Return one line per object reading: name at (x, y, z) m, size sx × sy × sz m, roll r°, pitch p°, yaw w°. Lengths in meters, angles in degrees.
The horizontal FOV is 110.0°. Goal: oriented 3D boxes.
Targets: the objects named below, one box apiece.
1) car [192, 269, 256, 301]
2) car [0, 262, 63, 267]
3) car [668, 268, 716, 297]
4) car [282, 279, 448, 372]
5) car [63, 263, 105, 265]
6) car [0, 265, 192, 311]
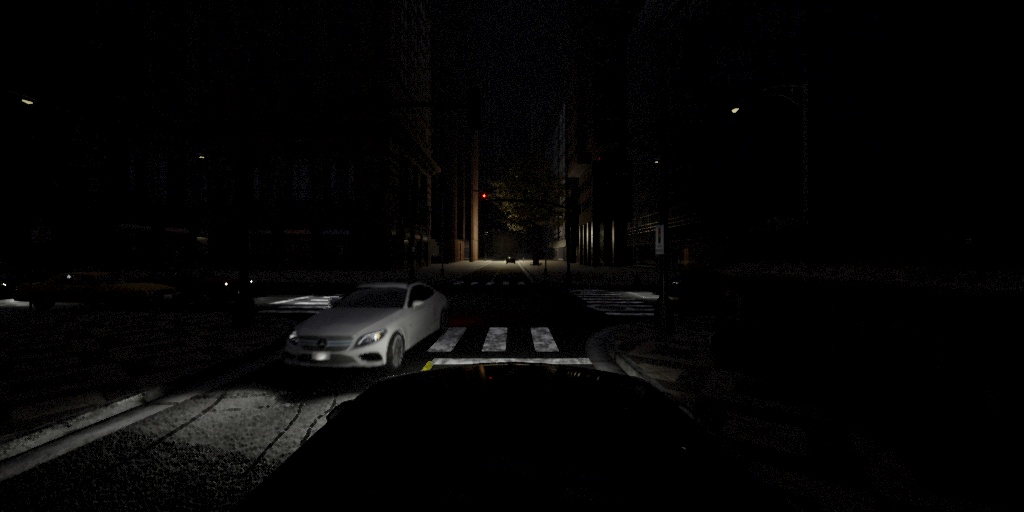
car at (-14.115, 1.231, 15.748) m, size 4.718 × 1.301 × 1.895 m, roll 1°, pitch 0°, yaw 0°
car at (-23.858, 1.076, 15.773) m, size 5.357 × 1.411 × 2.033 m, roll 1°, pitch 0°, yaw 0°
car at (10.316, 1.347, 18.881) m, size 4.674 × 1.442 × 1.812 m, roll 0°, pitch 0°, yaw -1°
car at (-2.728, 1.276, 7.854) m, size 1.812 × 1.442 × 4.674 m, roll 0°, pitch 0°, yaw 6°
car at (-26.375, 1.065, 21.643) m, size 4.313 × 1.339 × 1.948 m, roll 0°, pitch 0°, yaw 0°
car at (-14.975, 1.146, 13.090) m, size 4.829 × 1.417 × 1.751 m, roll 0°, pitch 0°, yaw 0°
